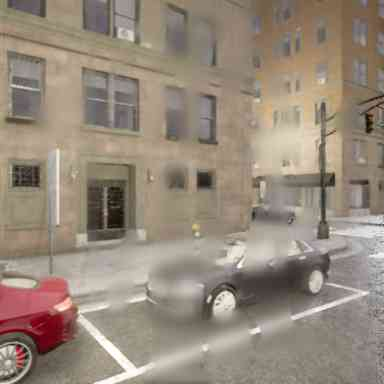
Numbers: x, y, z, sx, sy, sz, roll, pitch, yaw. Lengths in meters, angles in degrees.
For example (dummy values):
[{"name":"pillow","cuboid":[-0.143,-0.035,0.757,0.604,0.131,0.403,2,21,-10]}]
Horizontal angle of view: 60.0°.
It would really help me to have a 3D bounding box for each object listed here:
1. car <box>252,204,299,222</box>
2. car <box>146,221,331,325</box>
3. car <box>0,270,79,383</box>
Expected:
[{"name":"car","cuboid":[4.905,1.502,22.837,1.895,1.301,4.718,0,0,-36]},{"name":"car","cuboid":[1.160,1.547,7.015,4.403,1.369,2.008,0,0,-36]},{"name":"car","cuboid":[-3.466,1.582,3.716,4.206,1.307,1.802,0,0,-36]}]
